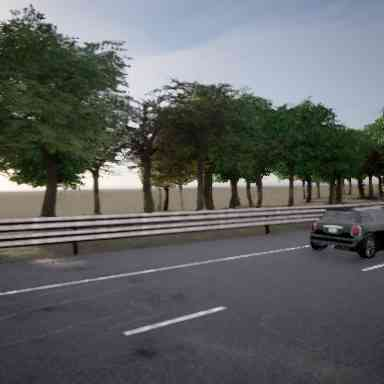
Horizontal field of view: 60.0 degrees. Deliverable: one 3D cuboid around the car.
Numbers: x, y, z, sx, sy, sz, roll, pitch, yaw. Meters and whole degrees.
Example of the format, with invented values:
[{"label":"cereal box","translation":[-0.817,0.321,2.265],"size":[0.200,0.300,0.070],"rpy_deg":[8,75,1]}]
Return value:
[{"label":"car","translation":[6.611,1.343,12.764],"size":[4.553,1.767,2.097],"rpy_deg":[0,0,-36]}]
